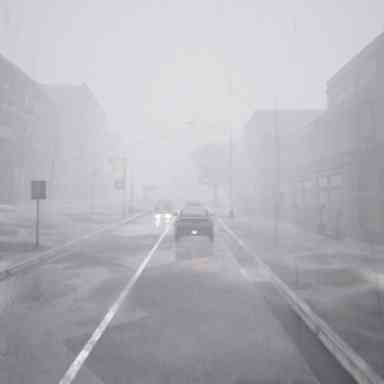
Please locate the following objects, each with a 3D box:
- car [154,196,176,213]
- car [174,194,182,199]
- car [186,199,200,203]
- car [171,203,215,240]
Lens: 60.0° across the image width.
[{"bbox_3d":[-3.114,1.515,37.129,2.128,1.511,4.902,0,0,0],"label":"car"},{"bbox_3d":[-3.271,1.068,78.435,1.882,1.535,5.008,0,1,0],"label":"car"},{"bbox_3d":[0.121,1.527,35.144,1.837,1.490,4.892,0,0,0],"label":"car"},{"bbox_3d":[0.106,1.516,17.067,1.837,1.490,4.892,0,0,0],"label":"car"}]
